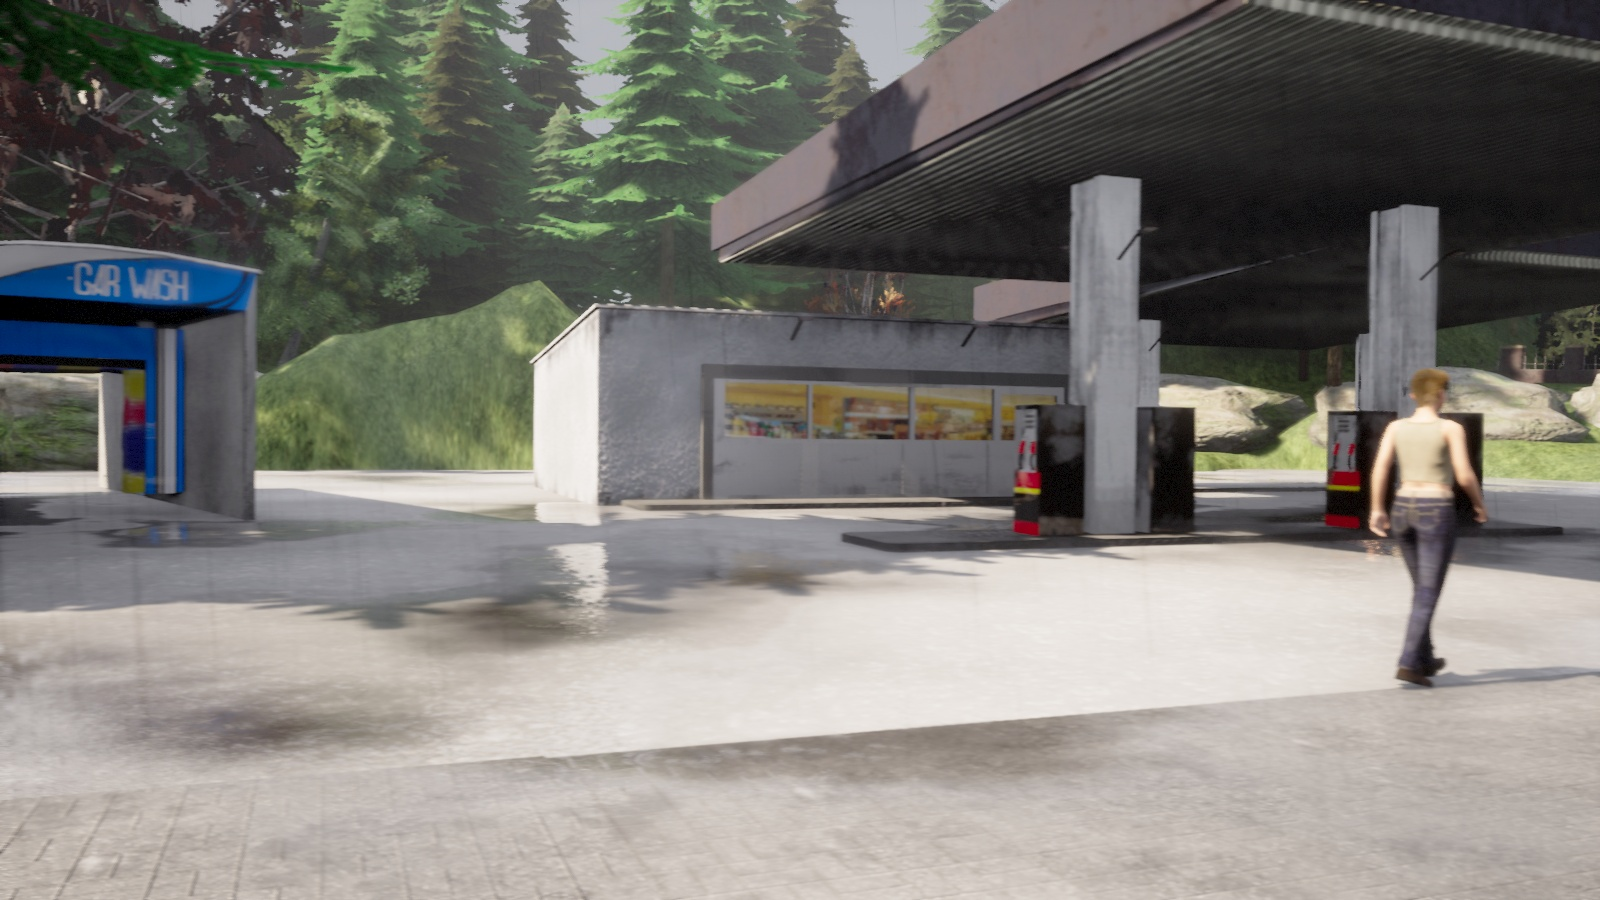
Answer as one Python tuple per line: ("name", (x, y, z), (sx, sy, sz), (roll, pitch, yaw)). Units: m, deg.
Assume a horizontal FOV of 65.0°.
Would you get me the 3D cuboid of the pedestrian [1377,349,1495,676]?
("pedestrian", (3.718, 0.348, 7.339), (0.594, 1.836, 0.345), (-1, 1, -30))
